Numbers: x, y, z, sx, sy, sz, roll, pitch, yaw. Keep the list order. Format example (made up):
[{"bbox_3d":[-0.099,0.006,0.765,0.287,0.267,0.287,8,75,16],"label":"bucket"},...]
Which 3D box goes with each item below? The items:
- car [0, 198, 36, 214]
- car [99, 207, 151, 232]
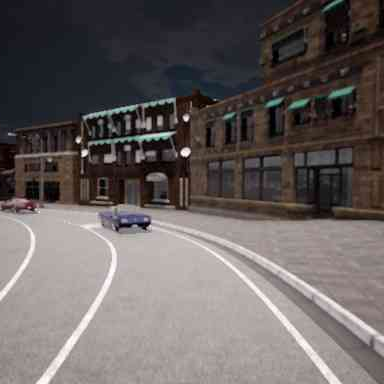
[{"bbox_3d":[-17.251,1.307,32.953,4.674,1.442,1.812,1,1,38],"label":"car"},{"bbox_3d":[-4.094,1.505,19.560,1.895,1.301,4.718,-1,1,-29],"label":"car"}]
